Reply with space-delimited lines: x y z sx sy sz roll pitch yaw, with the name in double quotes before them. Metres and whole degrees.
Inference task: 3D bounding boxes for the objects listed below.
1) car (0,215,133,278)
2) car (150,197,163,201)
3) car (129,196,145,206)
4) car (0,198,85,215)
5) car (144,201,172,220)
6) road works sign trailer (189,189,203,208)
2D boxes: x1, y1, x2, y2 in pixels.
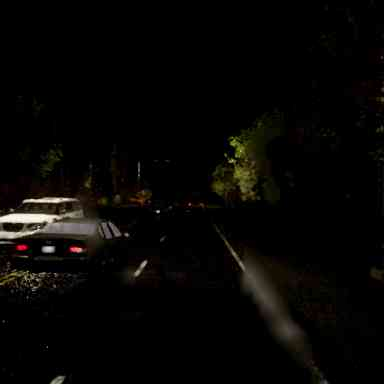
"car" -3.057 1.477 9.654 2.033 1.411 5.357 2 -4 1
"car" -6.005 1.600 56.230 2.097 1.767 4.553 1 -1 2
"car" -9.240 1.481 56.349 1.882 1.535 5.008 4 0 1
"car" -6.497 1.290 14.773 2.150 2.045 5.566 1 -1 1
"car" -2.914 1.825 30.651 1.994 1.385 4.181 1 -5 0
"road works sign trailer" 0.725 1.280 66.917 2.380 3.560 2.880 1 -1 1
